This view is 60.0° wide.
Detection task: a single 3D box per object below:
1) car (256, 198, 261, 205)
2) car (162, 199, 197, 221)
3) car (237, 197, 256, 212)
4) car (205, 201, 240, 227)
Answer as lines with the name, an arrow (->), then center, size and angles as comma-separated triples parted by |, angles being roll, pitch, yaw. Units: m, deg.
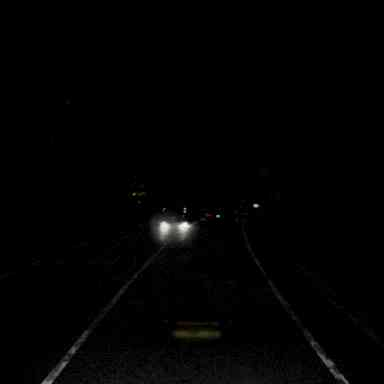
car -> 12.326, 1.762, 65.571 | 1.994, 1.385, 4.181 | 2, 0, 25
car -> -0.938, 1.362, 27.296 | 2.097, 1.767, 4.553 | 1, 0, 12
car -> 6.430, 1.619, 41.247 | 1.882, 1.535, 5.008 | 1, 0, 17
car -> 2.093, 1.604, 23.721 | 2.033, 1.411, 5.357 | 1, 0, 10
